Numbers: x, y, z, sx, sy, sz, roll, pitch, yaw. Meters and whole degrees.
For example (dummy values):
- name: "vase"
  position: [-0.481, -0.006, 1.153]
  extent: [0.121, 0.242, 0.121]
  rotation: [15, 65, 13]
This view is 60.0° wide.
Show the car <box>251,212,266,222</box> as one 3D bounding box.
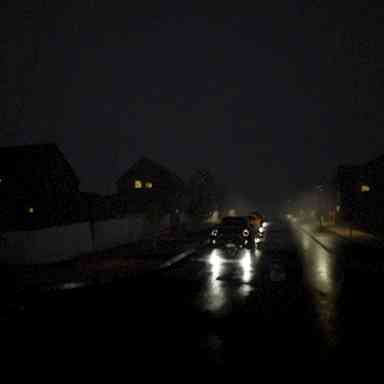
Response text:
- name: "car"
  position: [9.794, 3.623, 48.694]
  extent: [1.895, 1.301, 4.718]
  rotation: [-1, -3, 14]

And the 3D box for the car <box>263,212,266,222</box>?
- name: "car"
  position: [7.179, 3.058, 38.223]
  extent: [1.882, 1.535, 5.008]
  rotation: [-1, -2, 14]

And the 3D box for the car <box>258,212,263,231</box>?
- name: "car"
  position: [4.810, 2.664, 28.556]
  extent: [1.882, 1.535, 5.008]
  rotation: [-1, -2, 13]

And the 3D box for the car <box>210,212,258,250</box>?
- name: "car"
  position: [2.376, 2.141, 18.640]
  extent: [2.097, 1.767, 4.553]
  rotation: [-1, -2, 14]
